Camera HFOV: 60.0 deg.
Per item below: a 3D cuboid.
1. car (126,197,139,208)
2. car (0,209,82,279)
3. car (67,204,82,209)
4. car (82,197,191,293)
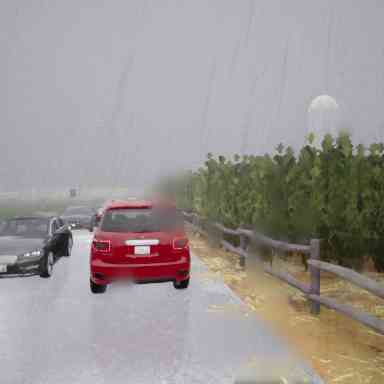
[{"bbox_3d":[-8.938,1.477,49.839,1.882,1.535,5.008,0,0,-10],"label":"car"},{"bbox_3d":[-4.868,1.491,10.037,2.128,1.511,4.902,0,0,-10],"label":"car"},{"bbox_3d":[-6.678,1.505,19.922,1.837,1.490,4.892,0,0,-10],"label":"car"},{"bbox_3d":[-1.450,1.221,9.107,2.150,2.045,5.566,0,0,-10],"label":"car"}]
